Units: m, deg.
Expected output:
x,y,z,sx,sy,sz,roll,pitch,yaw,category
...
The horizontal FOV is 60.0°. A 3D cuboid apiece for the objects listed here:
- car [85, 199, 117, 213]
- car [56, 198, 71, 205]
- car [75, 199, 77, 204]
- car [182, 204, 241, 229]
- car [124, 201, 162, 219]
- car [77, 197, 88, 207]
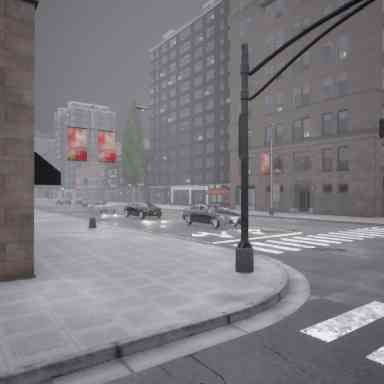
x,y,z,sx,sy,sz,roll,pitch,yaw,category
-10.496,1.741,38.857,1.895,1.301,4.718,0,0,-36,car
-25.225,1.804,65.260,2.033,1.411,5.357,0,0,-36,car
-21.850,1.760,66.140,1.837,1.490,4.892,0,0,-36,car
1.231,1.554,22.513,2.128,1.511,4.902,0,0,-36,car
-4.593,1.579,30.623,1.882,1.535,5.008,0,0,-35,car
-16.129,1.765,52.610,1.994,1.385,4.181,0,0,-36,car
